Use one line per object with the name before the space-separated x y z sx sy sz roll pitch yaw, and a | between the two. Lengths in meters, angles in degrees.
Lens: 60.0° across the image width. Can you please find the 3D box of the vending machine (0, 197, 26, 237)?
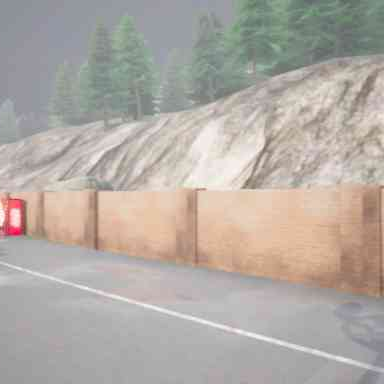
vending machine | -10.013 1.343 18.535 0.880 2.100 1.100 0 -1 42
